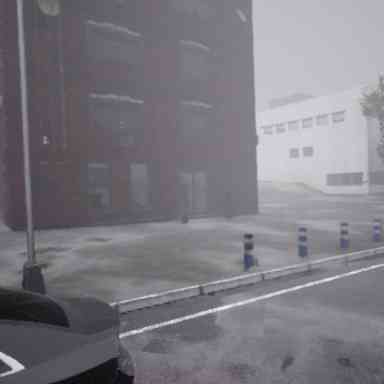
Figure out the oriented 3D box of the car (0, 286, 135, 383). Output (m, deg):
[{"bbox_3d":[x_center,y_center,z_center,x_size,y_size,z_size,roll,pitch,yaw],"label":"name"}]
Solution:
[{"bbox_3d":[-2.772,1.514,2.018,4.892,1.490,1.837,0,0,-35],"label":"car"}]
